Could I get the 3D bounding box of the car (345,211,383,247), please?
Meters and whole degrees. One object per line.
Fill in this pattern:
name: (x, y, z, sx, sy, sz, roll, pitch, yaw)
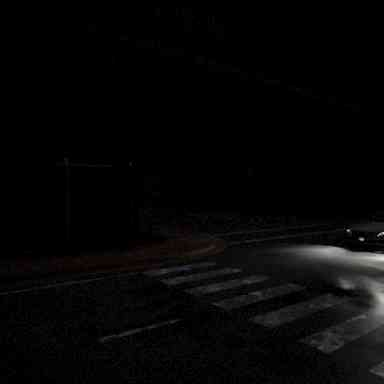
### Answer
car: (8.390, 1.525, 14.050, 4.674, 1.442, 1.812, 0, 0, -35)
